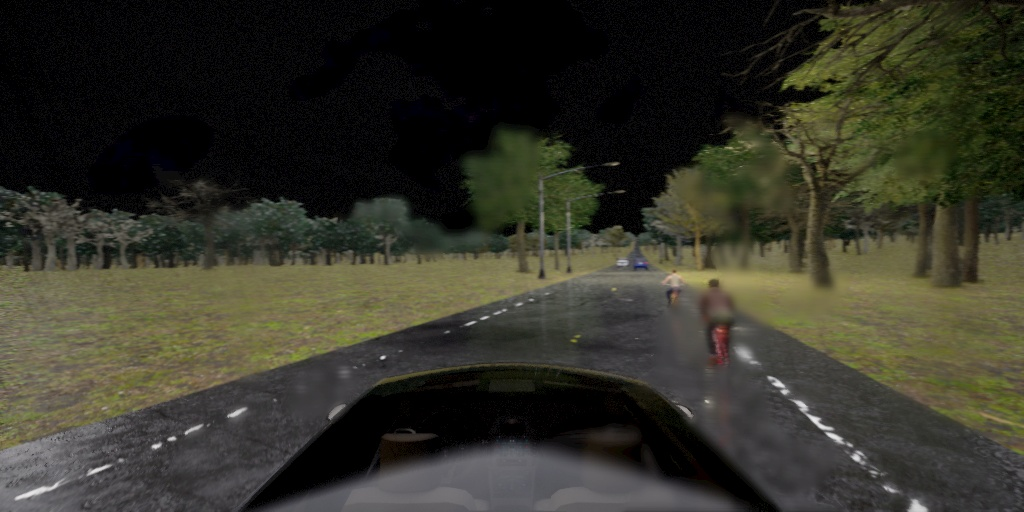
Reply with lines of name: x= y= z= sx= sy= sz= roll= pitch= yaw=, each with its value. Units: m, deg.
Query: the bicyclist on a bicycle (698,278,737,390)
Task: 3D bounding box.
bicyclist on a bicycle: x=3.361 y=1.199 z=5.851 sx=0.582 sy=1.620 sz=1.656 roll=-1 pitch=-1 yaw=19

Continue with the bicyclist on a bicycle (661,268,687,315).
bicyclist on a bicycle: x=5.822 y=1.224 z=12.855 sx=0.866 sy=1.612 sz=1.509 roll=-1 pitch=-1 yaw=19

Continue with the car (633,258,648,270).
car: x=21.826 y=1.329 z=60.955 sx=2.150 sy=2.045 sz=5.566 roll=-1 pitch=0 yaw=19
